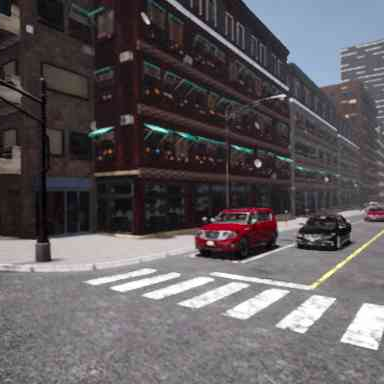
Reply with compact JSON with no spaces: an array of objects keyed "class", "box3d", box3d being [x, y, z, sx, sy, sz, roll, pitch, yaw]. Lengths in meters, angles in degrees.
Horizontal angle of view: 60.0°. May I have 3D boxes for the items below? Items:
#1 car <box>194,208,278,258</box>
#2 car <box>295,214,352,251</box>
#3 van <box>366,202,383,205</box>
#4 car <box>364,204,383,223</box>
[{"class":"car","box3d":[2.126,1.659,14.586,2.192,1.841,5.009,-2,-2,35]},{"class":"car","box3d":[6.614,1.890,16.459,1.837,1.490,4.892,-1,-1,35]},{"class":"van","box3d":[28.148,2.520,51.874,1.690,1.788,3.998,-2,-2,35]},{"class":"car","box3d":[18.794,2.300,33.873,1.812,1.442,4.674,-1,-2,35]}]
